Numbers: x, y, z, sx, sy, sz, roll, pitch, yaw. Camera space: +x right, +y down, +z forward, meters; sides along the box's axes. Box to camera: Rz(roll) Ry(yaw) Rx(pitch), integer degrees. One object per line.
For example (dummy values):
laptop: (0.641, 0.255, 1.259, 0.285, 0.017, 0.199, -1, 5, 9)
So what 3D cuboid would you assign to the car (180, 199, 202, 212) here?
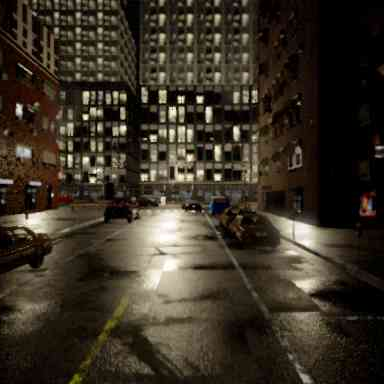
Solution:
car: (-0.101, 1.548, 38.538, 1.994, 1.385, 4.181, 0, 0, -9)

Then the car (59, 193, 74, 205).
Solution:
car: (-20.868, 1.089, 51.383, 5.009, 1.841, 2.192, 1, -1, 0)

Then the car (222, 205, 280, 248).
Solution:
car: (2.571, 1.519, 14.653, 1.752, 1.417, 4.829, 0, 0, 0)

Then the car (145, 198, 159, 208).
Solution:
car: (-6.872, 1.488, 47.554, 4.181, 1.385, 1.994, 1, 0, 24)

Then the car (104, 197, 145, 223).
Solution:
car: (-5.307, 1.307, 25.765, 2.192, 1.841, 5.009, 0, 0, 0)

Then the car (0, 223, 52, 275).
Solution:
car: (-5.310, 1.521, 8.674, 1.752, 1.417, 4.829, 0, 0, 0)

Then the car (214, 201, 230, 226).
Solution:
car: (2.571, 1.518, 20.294, 1.752, 1.417, 4.829, 0, 0, 0)

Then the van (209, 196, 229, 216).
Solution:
van: (2.573, 1.333, 31.404, 1.690, 1.788, 3.998, 0, 0, 0)
